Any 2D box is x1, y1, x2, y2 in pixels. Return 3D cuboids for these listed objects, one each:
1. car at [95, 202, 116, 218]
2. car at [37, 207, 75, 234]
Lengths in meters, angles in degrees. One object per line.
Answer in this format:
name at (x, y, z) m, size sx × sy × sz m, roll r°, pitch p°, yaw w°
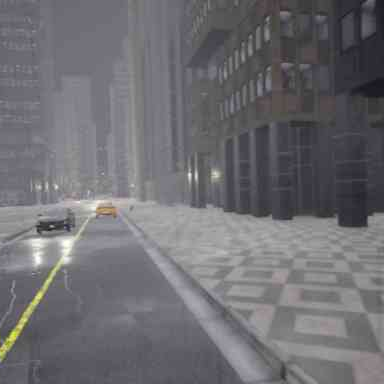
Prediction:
car at (-8.742, 1.719, 33.749) m, size 1.882 × 1.535 × 5.008 m, roll -2°, pitch 0°, yaw -15°
car at (-8.781, 1.751, 21.746) m, size 1.882 × 1.535 × 5.008 m, roll -2°, pitch 0°, yaw -15°
